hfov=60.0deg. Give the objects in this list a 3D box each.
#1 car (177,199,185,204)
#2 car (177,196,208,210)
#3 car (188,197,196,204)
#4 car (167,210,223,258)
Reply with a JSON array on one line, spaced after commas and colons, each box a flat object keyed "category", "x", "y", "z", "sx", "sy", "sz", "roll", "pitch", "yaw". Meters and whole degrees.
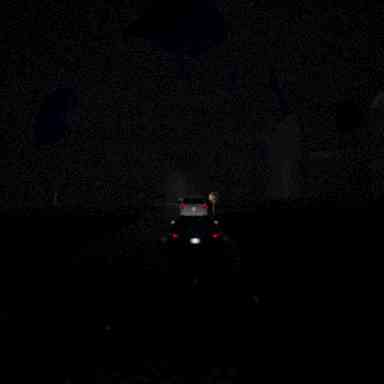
[{"category": "car", "x": -2.714, "y": 2.365, "z": 83.059, "sx": 1.994, "sy": 1.385, "sz": 4.181, "roll": 0, "pitch": -1, "yaw": 0}, {"category": "car", "x": 0.101, "y": 1.317, "z": 26.784, "sx": 2.150, "sy": 2.045, "sz": 5.566, "roll": 0, "pitch": 0, "yaw": -1}, {"category": "car", "x": 0.037, "y": 2.236, "z": 86.790, "sx": 2.097, "sy": 1.767, "sz": 4.553, "roll": 0, "pitch": -1, "yaw": 0}, {"category": "car", "x": 0.105, "y": 1.594, "z": 12.939, "sx": 1.994, "sy": 1.385, "sz": 4.181, "roll": 0, "pitch": -1, "yaw": 0}]
